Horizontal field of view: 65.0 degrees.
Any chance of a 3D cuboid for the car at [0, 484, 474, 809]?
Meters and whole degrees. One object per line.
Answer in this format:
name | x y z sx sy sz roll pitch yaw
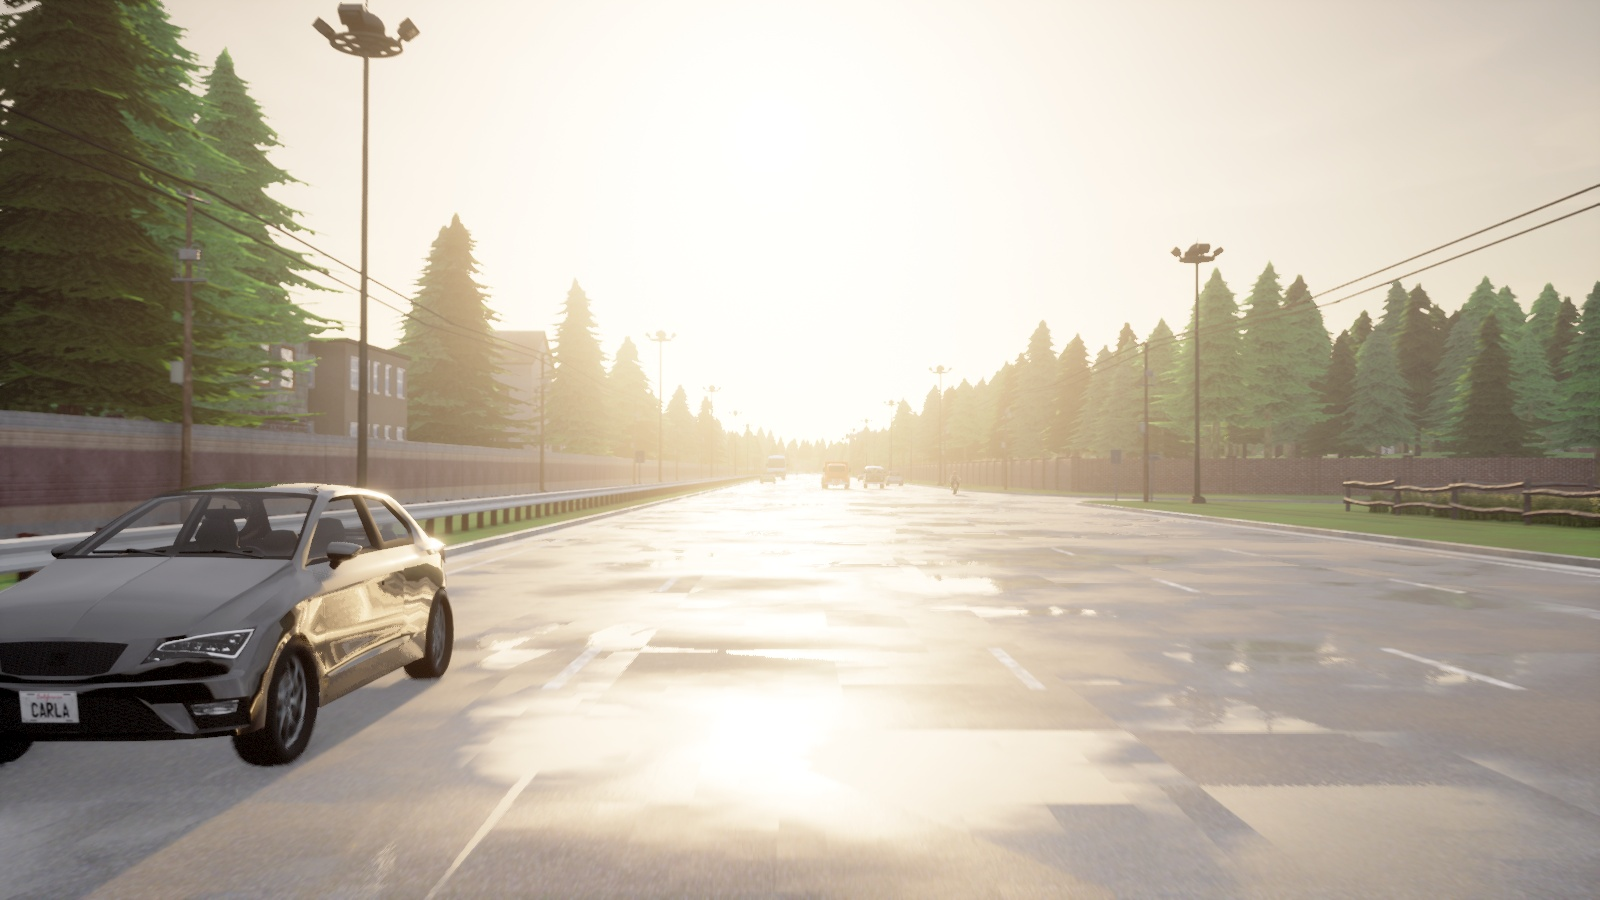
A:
car | -3.520 0.976 7.974 1.816 1.474 4.193 0 -1 0
